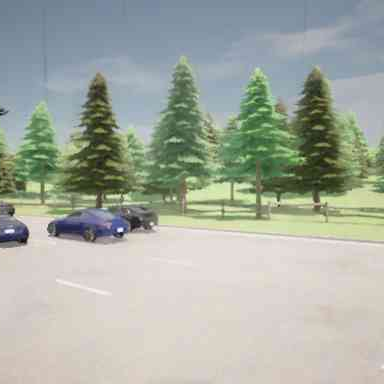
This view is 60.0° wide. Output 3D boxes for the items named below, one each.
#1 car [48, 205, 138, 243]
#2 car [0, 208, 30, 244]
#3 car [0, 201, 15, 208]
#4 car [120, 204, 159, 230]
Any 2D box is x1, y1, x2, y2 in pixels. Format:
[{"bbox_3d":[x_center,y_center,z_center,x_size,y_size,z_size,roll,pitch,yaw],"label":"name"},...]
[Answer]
[{"bbox_3d":[-5.072,1.533,16.191,4.674,1.442,1.812,0,0,36],"label":"car"},{"bbox_3d":[-9.081,1.572,14.757,4.181,1.385,1.994,0,0,36],"label":"car"},{"bbox_3d":[-17.539,1.509,29.390,4.902,1.511,2.128,0,0,36],"label":"car"},{"bbox_3d":[-4.191,1.513,19.867,4.892,1.490,1.837,0,0,36],"label":"car"}]
